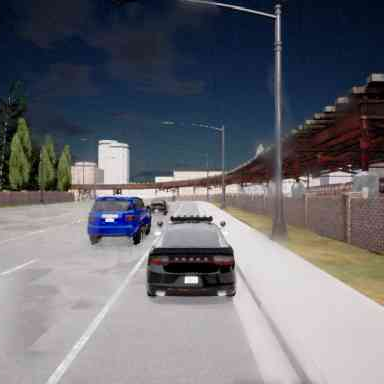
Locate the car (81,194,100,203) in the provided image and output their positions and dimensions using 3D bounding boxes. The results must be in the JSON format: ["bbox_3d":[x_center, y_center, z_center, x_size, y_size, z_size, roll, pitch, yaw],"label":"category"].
[{"bbox_3d":[-17.397,1.140,57.208,1.837,1.490,4.892,0,0,0],"label":"car"}]

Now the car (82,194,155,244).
[{"bbox_3d":[-3.295,1.228,16.021,2.150,2.045,5.566,0,0,0],"label":"car"}]

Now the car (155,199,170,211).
[{"bbox_3d":[-3.396,1.519,34.229,1.837,1.490,4.892,0,0,0],"label":"car"}]

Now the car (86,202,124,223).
[{"bbox_3d":[-6.796,1.575,26.476,1.994,1.385,4.181,0,0,0],"label":"car"}]

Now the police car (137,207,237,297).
[{"bbox_3d":[-0.012,1.428,8.762,1.930,1.638,5.238,0,0,0],"label":"police car"}]

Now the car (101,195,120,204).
[{"bbox_3d":[-13.897,1.268,57.205,2.128,1.511,4.902,0,0,0],"label":"car"}]
